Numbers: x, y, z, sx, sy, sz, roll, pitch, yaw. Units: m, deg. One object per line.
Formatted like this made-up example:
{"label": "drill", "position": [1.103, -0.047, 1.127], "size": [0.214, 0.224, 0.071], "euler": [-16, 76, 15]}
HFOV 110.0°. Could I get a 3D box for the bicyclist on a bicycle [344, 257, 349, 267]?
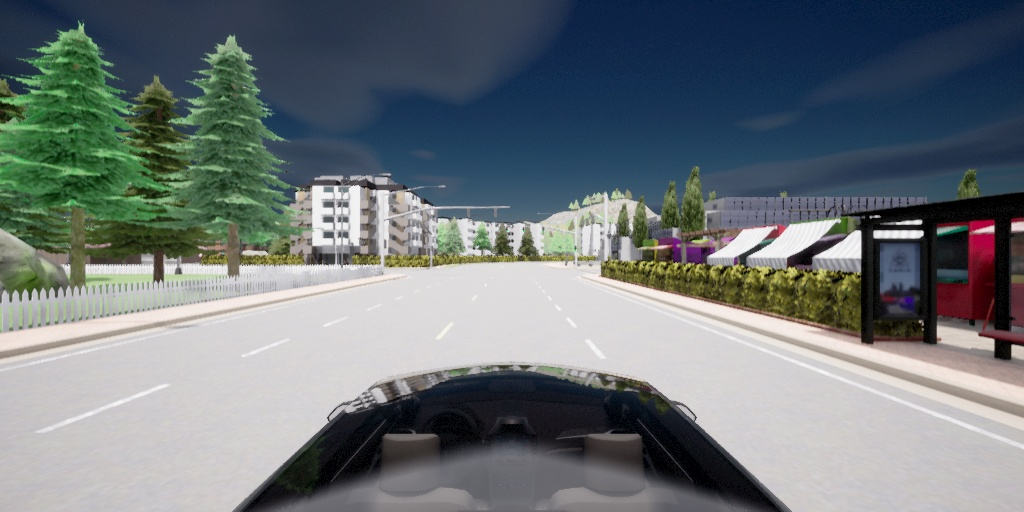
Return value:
{"label": "bicyclist on a bicycle", "position": [-25.129, 1.024, 54.406], "size": [0.582, 1.620, 1.656], "euler": [0, 0, 1]}
